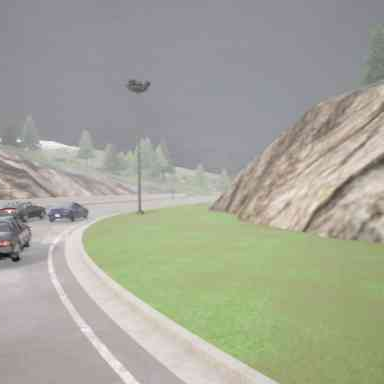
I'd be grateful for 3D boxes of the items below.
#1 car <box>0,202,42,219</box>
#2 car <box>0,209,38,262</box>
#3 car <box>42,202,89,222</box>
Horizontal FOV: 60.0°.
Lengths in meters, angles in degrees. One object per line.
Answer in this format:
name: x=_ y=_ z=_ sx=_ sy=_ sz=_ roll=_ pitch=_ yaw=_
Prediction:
car: x=-13.168 y=1.514 z=26.050 sx=2.128 sy=1.511 sz=4.902 roll=-1 pitch=0 yaw=0
car: x=-6.915 y=1.567 z=11.785 sx=2.033 sy=1.411 sz=5.357 roll=-1 pitch=0 yaw=-21
car: x=-9.665 y=1.500 z=26.210 sx=1.812 sy=1.442 sz=4.674 roll=-1 pitch=1 yaw=0
